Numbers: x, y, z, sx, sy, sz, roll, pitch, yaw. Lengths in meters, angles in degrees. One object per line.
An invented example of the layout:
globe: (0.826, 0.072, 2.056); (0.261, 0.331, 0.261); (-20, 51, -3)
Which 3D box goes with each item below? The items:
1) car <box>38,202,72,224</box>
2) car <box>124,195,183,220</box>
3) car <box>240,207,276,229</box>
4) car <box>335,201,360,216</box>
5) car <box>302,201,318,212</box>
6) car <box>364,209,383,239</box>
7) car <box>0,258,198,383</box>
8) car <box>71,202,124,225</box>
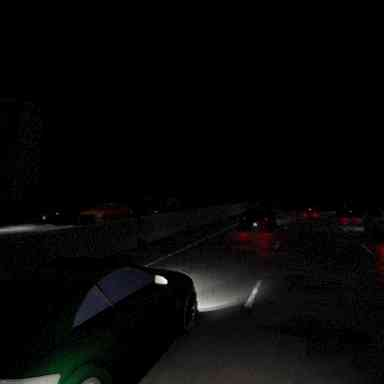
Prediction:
car: (-9.406, 1.524, 25.207); (2.128, 1.511, 4.902); (0, 0, 18)
car: (-2.400, 1.269, 24.089); (2.150, 2.045, 5.566); (0, 0, 18)
car: (4.522, 1.663, 22.092); (1.895, 1.301, 4.718); (0, 0, 18)
car: (15.804, 1.611, 33.831); (2.128, 1.511, 4.902); (0, 0, 18)
car: (14.448, 1.794, 40.844); (1.895, 1.301, 4.718); (0, -1, 18)
car: (10.311, 1.592, 17.319); (1.812, 1.442, 4.674); (0, 0, 18)
car: (-1.359, 1.571, 4.411); (1.994, 1.385, 4.181); (0, 0, 18)
car: (-6.123, 1.517, 23.987); (1.882, 1.535, 5.008); (0, 0, 18)
